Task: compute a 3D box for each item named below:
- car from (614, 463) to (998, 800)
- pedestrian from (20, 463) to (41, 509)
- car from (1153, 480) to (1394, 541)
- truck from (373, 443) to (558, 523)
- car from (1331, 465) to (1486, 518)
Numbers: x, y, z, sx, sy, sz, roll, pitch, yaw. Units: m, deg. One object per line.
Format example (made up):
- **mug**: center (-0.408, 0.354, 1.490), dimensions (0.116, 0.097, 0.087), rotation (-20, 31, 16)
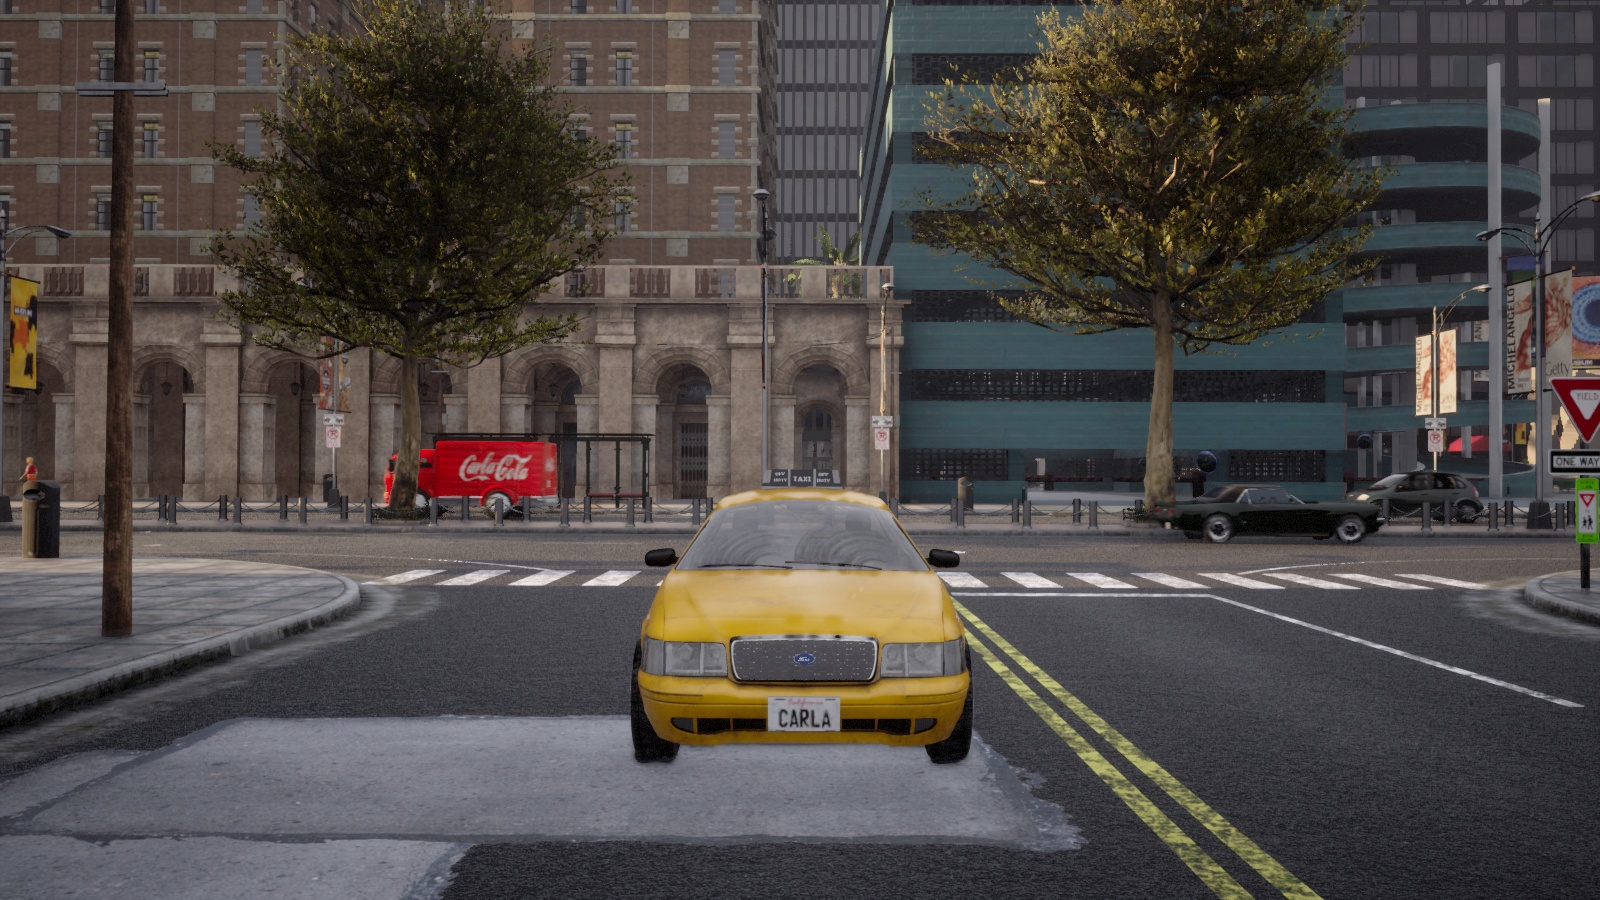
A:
- **car**: center (0.017, 0.898, 8.599), dimensions (1.801, 1.575, 5.366), rotation (0, -1, 0)
- **pedestrian**: center (-30.464, 1.426, 49.731), dimensions (0.594, 1.836, 0.345), rotation (0, -1, 1)
- **car**: center (10.612, 1.348, 28.394), dimensions (4.718, 1.301, 1.895), rotation (0, -1, 1)
- **truck**: center (-10.623, 1.044, 40.197), dimensions (5.204, 2.467, 2.627), rotation (0, -1, 1)
- **car**: center (19.207, 1.303, 39.780), dimensions (3.988, 1.617, 1.851), rotation (0, -1, 1)
